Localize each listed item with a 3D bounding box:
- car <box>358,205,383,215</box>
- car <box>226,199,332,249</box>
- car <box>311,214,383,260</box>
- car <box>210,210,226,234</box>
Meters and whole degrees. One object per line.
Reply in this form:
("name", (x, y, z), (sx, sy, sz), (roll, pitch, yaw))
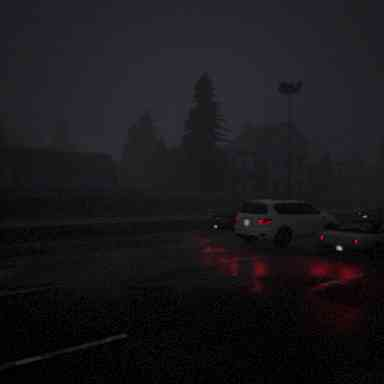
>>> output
("car", (15.787, 1.863, 28.003), (4.674, 1.442, 1.812), (1, 0, -35))
("car", (4.520, 1.373, 15.682), (5.566, 2.045, 2.150), (0, 0, -35))
("car", (7.106, 1.757, 13.221), (4.718, 1.301, 1.895), (1, 0, -35))
("car", (3.249, 1.651, 19.065), (4.902, 1.511, 2.128), (1, 0, -35))
